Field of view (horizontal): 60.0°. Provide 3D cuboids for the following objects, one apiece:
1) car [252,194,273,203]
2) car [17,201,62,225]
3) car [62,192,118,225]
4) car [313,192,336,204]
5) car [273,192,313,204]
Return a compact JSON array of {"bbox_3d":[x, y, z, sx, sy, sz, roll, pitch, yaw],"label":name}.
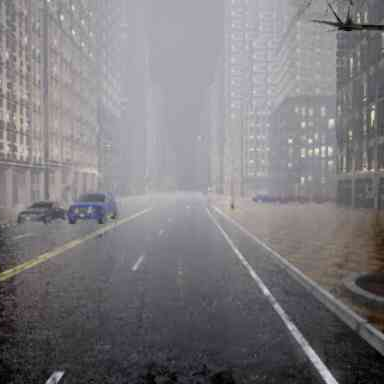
[{"bbox_3d":[12.584,1.083,55.779,5.008,1.535,1.882,0,1,3],"label":"car"},{"bbox_3d":[-9.850,1.334,22.331,1.812,1.442,4.674,0,0,0],"label":"car"},{"bbox_3d":[-6.601,1.028,22.757,2.150,2.045,5.566,0,0,0],"label":"car"},{"bbox_3d":[21.540,0.995,52.721,5.009,1.841,2.192,0,1,3],"label":"car"},{"bbox_3d":[15.986,0.983,52.918,5.009,1.841,2.192,0,1,3],"label":"car"}]
